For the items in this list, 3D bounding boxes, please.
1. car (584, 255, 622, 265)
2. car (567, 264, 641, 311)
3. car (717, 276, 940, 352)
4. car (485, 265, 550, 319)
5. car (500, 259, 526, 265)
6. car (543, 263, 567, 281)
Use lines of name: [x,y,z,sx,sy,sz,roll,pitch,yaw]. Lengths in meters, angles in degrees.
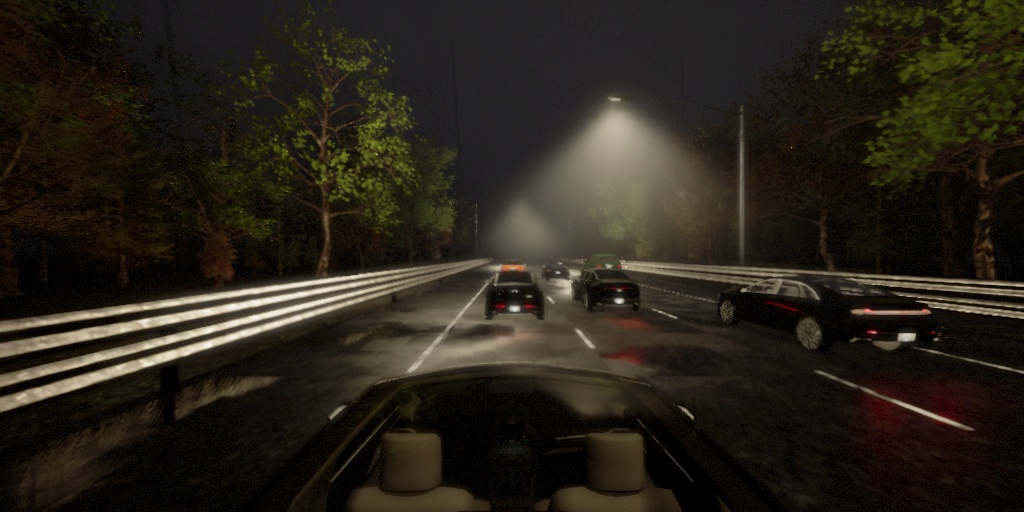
car: [7.092,0.935,28.561,2.150,2.045,5.566,0,0,0]
car: [3.592,1.239,14.373,1.837,1.490,4.892,0,0,0]
car: [7.079,1.233,8.842,2.128,1.511,4.902,0,0,0]
car: [0.090,1.243,12.721,1.837,1.490,4.892,0,1,0]
car: [0.090,1.064,29.290,2.097,1.767,4.553,0,0,0]
car: [3.591,1.275,29.878,1.994,1.385,4.181,0,0,0]
